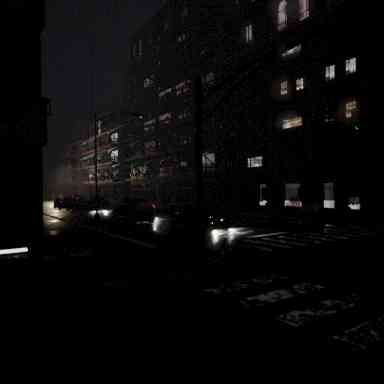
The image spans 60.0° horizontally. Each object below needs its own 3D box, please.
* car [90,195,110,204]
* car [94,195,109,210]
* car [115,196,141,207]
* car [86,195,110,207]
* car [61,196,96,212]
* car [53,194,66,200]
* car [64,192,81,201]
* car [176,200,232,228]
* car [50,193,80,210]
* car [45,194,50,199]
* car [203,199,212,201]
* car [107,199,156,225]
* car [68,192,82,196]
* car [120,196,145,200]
[{"bbox_3d":[-15.392,1.217,55.377,1.752,1.417,4.829,-1,1,-35],"label":"car"},{"bbox_3d":[-11.455,1.413,39.456,1.994,1.385,4.181,-1,1,-35],"label":"car"},{"bbox_3d":[-8.950,1.266,46.015,1.752,1.417,4.829,-1,1,-35],"label":"car"},{"bbox_3d":[-13.746,1.267,48.322,1.837,1.490,4.892,-1,1,-34],"label":"car"},{"bbox_3d":[-12.533,1.448,36.442,2.008,1.369,4.403,-1,1,-35],"label":"car"},{"bbox_3d":[-31.402,1.124,78.645,2.008,1.369,4.403,-1,1,-35],"label":"car"},{"bbox_3d":[-24.961,0.935,69.279,2.192,1.841,5.009,-1,1,-35],"label":"car"},{"bbox_3d":[0.690,1.508,21.792,1.994,1.385,4.181,-1,1,-34],"label":"car"},{"bbox_3d":[-15.755,1.313,41.123,1.967,1.590,4.097,-1,1,-35],"label":"car"},{"bbox_3d":[-34.719,1.075,83.466,1.752,1.417,4.829,-1,1,-35],"label":"car"},{"bbox_3d":[0.893,1.360,31.893,1.887,1.381,4.507,-1,1,-35],"label":"car"},{"bbox_3d":[-4.301,1.509,24.251,1.887,1.381,4.507,-1,1,-35],"label":"car"},{"bbox_3d":[-19.698,1.210,56.885,2.128,1.511,4.902,-1,1,-35],"label":"car"},{"bbox_3d":[-5.033,1.251,30.103,2.097,1.767,4.553,-1,1,-35],"label":"car"}]
